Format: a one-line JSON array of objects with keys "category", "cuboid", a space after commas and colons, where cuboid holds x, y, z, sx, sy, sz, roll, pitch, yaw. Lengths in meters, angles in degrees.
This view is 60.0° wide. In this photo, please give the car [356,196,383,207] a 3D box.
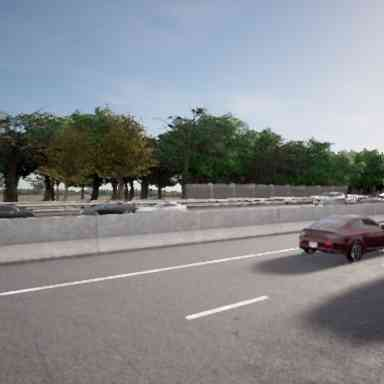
[{"category": "car", "cuboid": [25.935, 1.373, 48.198, 4.181, 1.385, 1.994, -1, 0, -35]}]

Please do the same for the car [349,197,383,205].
[{"category": "car", "cuboid": [18.731, 1.416, 34.515, 4.892, 1.490, 1.837, -1, 0, -35]}]

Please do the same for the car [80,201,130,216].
[{"category": "car", "cuboid": [-7.147, 1.516, 28.745, 4.902, 1.511, 2.128, 0, 0, -37]}]

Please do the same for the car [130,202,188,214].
[{"category": "car", "cuboid": [-2.491, 1.544, 27.998, 4.674, 1.442, 1.812, 0, 0, -35]}]

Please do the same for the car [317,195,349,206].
[{"category": "car", "cuboid": [16.699, 1.404, 37.363, 4.902, 1.511, 2.128, -1, 0, -35]}]

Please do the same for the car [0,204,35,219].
[{"category": "car", "cuboid": [-12.512, 1.520, 20.825, 4.892, 1.490, 1.837, 0, 0, -35]}]

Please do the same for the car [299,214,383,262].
[{"category": "car", "cuboid": [5.836, 1.541, 12.200, 4.674, 1.442, 1.812, 0, 0, -35]}]

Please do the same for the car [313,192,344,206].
[{"category": "car", "cuboid": [20.027, 1.073, 48.296, 5.566, 2.045, 2.150, 0, 0, -35]}]
